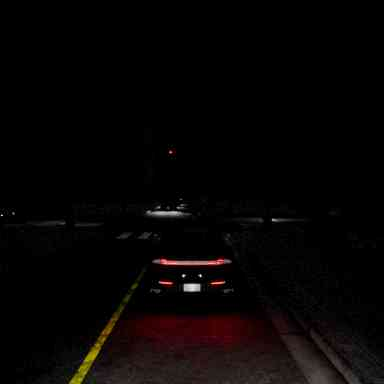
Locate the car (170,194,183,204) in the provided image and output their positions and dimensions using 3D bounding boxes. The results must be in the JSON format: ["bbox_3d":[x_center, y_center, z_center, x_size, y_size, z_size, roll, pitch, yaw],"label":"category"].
[{"bbox_3d":[-2.805,1.301,61.446,2.097,1.767,4.553,0,0,0],"label":"car"}]

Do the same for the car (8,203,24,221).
[{"bbox_3d":[-15.680,1.209,24.055,5.566,2.045,2.150,0,0,0],"label":"car"}]

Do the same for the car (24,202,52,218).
[{"bbox_3d":[-14.759,1.580,29.540,4.313,1.339,1.947,0,0,0],"label":"car"}]

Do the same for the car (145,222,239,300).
[{"bbox_3d":[0.003,1.492,8.362,2.128,1.511,4.902,0,0,0],"label":"car"}]

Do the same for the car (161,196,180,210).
[{"bbox_3d":[-2.840,1.576,41.665,1.895,1.301,4.718,0,0,0],"label":"car"}]

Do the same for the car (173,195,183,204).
[{"bbox_3d":[-2.836,1.509,51.328,2.033,1.411,5.357,0,0,0],"label":"car"}]

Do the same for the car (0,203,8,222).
[{"bbox_3d":[-14.766,1.540,21.514,4.313,1.339,1.947,0,0,0],"label":"car"}]

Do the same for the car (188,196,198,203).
[{"bbox_3d":[0.113,1.466,68.513,1.812,1.442,4.674,0,0,0],"label":"car"}]
